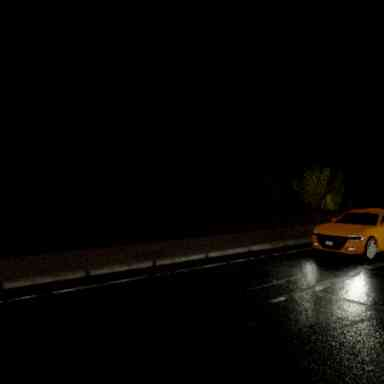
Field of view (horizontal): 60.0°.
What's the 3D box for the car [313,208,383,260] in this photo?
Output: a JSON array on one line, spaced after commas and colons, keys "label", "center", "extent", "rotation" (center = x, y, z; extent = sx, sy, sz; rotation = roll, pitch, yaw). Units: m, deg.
[{"label": "car", "center": [6.491, 1.372, 12.246], "extent": [5.008, 1.535, 1.882], "rotation": [-1, 0, -35]}]
